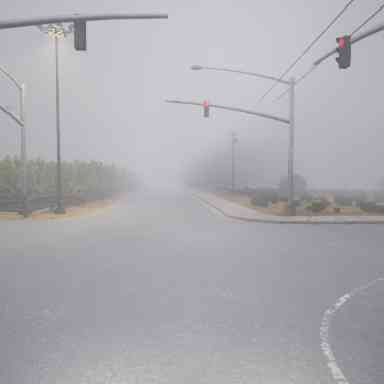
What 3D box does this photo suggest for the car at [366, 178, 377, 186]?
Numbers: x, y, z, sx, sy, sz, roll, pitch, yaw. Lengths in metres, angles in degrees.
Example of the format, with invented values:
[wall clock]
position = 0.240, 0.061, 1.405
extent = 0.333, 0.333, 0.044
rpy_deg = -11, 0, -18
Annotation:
[car]
position = 42.094, -2.341, 77.687
extent = 1.905, 1.878, 3.866
rpy_deg = 10, 10, 41
